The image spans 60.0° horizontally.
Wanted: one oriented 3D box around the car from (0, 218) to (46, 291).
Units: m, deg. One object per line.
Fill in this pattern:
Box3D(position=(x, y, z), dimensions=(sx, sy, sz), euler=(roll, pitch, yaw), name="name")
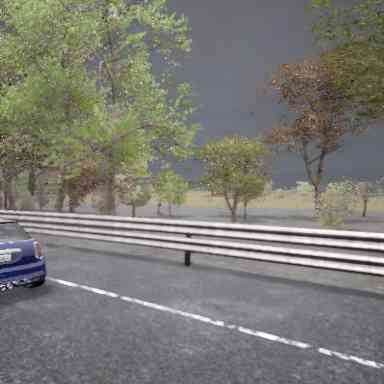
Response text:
Box3D(position=(-5.534, 1.347, 7.842), dimensions=(4.553, 1.767, 2.097), euler=(0, 0, 34), name="car")
